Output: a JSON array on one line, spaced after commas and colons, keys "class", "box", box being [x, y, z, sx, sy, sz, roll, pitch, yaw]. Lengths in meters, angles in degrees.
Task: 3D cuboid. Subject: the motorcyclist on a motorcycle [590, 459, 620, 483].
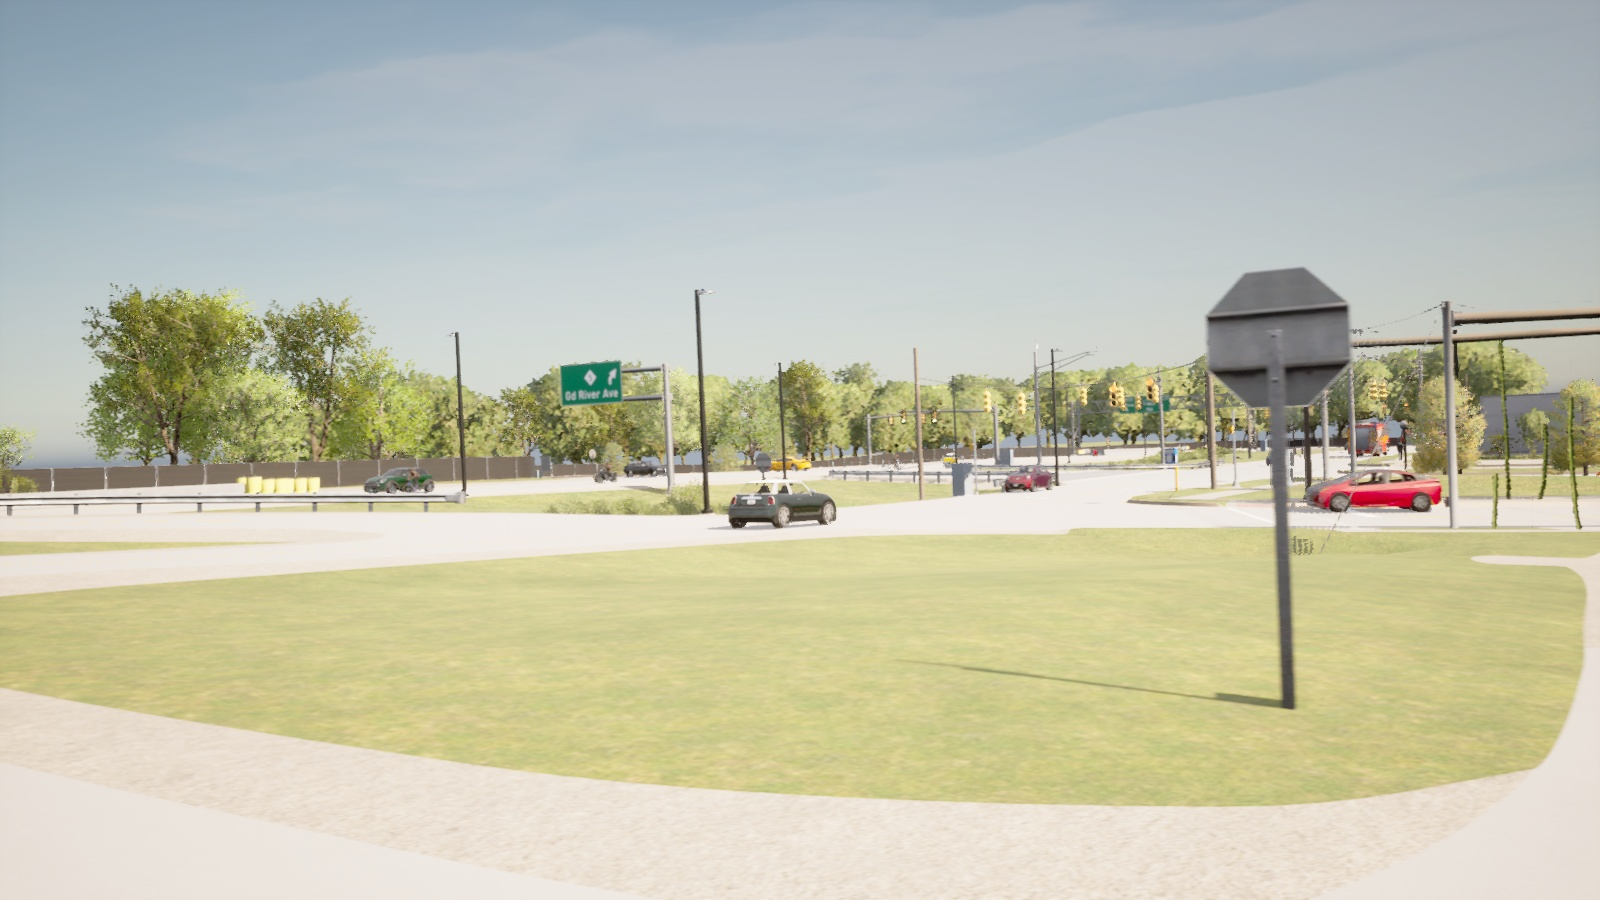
[{"class": "motorcyclist on a motorcycle", "box": [-14.355, 1.548, 92.536, 0.766, 1.649, 2.350, -2, 0, 32]}]

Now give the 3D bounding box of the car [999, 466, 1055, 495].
[{"class": "car", "box": [12.711, 1.710, 70.276, 1.845, 1.501, 3.633, -1, -1, 32]}]

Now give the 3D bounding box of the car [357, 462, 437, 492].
[{"class": "car", "box": [-25.904, 1.732, 80.853, 2.097, 1.767, 4.553, -2, 0, 32]}]

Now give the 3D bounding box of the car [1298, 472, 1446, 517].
[{"class": "car", "box": [20.857, 1.596, 45.960, 4.514, 1.525, 2.007, 0, 1, 7]}]

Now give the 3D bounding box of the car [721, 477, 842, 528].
[{"class": "car", "box": [-0.527, 1.613, 39.234, 1.970, 1.475, 3.806, -1, -1, 33]}]
